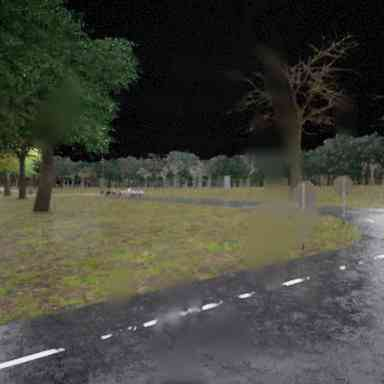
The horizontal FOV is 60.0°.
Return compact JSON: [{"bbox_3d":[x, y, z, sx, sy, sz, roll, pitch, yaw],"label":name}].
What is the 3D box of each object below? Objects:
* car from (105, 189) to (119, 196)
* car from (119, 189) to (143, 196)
[{"bbox_3d":[-14.757,0.052,62.466,1.895,1.301,4.718,0,0,-36],"label":"car"},{"bbox_3d":[-10.034,0.082,55.902,1.895,1.301,4.718,0,0,-34],"label":"car"}]
